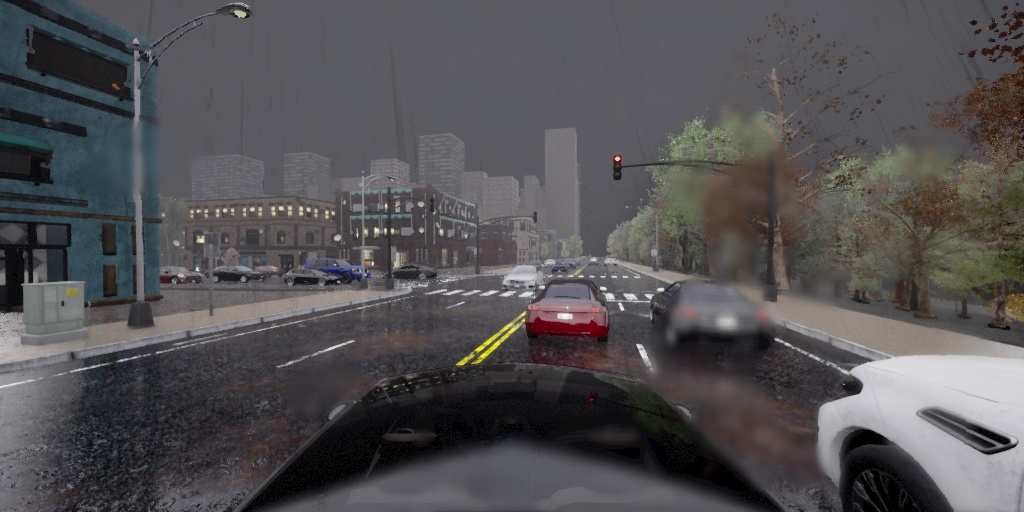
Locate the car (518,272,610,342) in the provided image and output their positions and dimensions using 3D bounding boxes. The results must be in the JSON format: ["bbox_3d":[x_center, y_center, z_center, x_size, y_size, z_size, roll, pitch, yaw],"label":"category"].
[{"bbox_3d":[1.642,1.312,9.943,1.994,1.385,4.181,0,0,13],"label":"car"}]

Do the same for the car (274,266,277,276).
[{"bbox_3d":[-26.379,1.654,38.353,4.207,1.307,1.802,0,0,13],"label":"car"}]

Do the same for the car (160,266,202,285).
[{"bbox_3d":[-28.320,1.597,30.201,4.097,1.591,1.967,0,0,13],"label":"car"}]

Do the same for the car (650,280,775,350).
[{"bbox_3d":[4.808,1.312,9.207,1.994,1.385,4.181,0,0,13],"label":"car"}]

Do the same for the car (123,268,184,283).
[{"bbox_3d":[-34.214,1.807,34.272,4.718,1.301,1.895,-1,0,13],"label":"car"}]

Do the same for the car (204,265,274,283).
[{"bbox_3d":[-24.294,1.568,31.899,5.008,1.535,1.882,-1,0,14],"label":"car"}]

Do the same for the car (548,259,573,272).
[{"bbox_3d":[5.755,1.338,41.837,1.895,1.301,4.718,0,0,13],"label":"car"}]

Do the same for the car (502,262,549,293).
[{"bbox_3d":[0.793,1.271,20.902,1.812,1.442,4.674,0,0,13],"label":"car"}]

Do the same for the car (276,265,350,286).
[{"bbox_3d":[-14.850,1.564,26.865,4.313,1.339,1.948,0,0,13],"label":"car"}]

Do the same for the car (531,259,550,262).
[{"bbox_3d":[2.960,1.228,44.124,2.128,1.511,4.902,0,0,14],"label":"car"}]

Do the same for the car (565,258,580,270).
[{"bbox_3d":[8.523,1.083,53.477,2.097,1.767,4.553,0,0,13],"label":"car"}]

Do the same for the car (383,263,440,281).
[{"bbox_3d":[-8.780,1.389,31.319,4.892,1.490,1.837,-1,3,9],"label":"car"}]

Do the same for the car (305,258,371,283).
[{"bbox_3d":[-14.509,1.196,29.565,5.566,2.045,2.150,-1,0,14],"label":"car"}]
